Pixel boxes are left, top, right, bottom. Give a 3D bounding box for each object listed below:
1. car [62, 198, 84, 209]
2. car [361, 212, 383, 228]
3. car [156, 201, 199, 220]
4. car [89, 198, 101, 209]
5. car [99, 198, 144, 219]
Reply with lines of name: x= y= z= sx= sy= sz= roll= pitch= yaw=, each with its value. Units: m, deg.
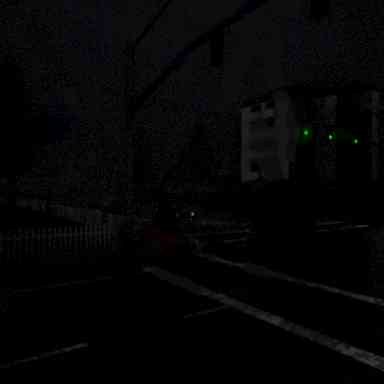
car: x=-15.575 y=1.511 z=43.392 sx=1.837 sy=1.490 sz=4.892 roll=0 pitch=0 yaw=-34
car: x=12.937 y=1.620 z=20.139 sx=1.895 sy=1.301 sz=4.718 roll=0 pitch=0 yaw=-34
car: x=-1.316 y=1.504 z=28.476 sx=2.128 sy=1.511 sz=4.902 roll=0 pitch=0 yaw=-34
car: x=-12.540 y=1.508 z=45.147 sx=2.128 sy=1.511 sz=4.902 roll=0 pitch=0 yaw=-34
car: x=-6.130 y=1.557 z=29.333 sx=2.033 sy=1.411 sz=5.357 roll=0 pitch=0 yaw=-34
